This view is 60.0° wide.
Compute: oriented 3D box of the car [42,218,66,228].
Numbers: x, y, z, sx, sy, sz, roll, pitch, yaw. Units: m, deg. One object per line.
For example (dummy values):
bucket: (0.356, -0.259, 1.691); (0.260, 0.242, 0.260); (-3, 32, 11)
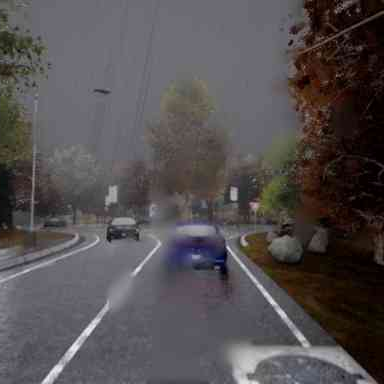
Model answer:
car: (-19.756, 4.492, 48.096); (2.033, 1.411, 5.357); (0, -5, -4)

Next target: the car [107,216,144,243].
car: (-4.342, 2.317, 21.318); (1.882, 1.535, 5.008); (1, -4, -11)

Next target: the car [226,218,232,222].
car: (5.246, 5.648, 63.278); (4.892, 1.490, 1.837); (-2, -5, 32)

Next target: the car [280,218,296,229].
car: (13.336, 4.325, 46.029); (2.033, 1.411, 5.357); (-1, -5, 11)

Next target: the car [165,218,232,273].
car: (0.151, 1.788, 11.785); (1.882, 1.535, 5.008); (0, -2, 1)

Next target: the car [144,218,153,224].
car: (-10.014, 5.652, 64.234); (4.718, 1.301, 1.895); (2, -5, -22)
